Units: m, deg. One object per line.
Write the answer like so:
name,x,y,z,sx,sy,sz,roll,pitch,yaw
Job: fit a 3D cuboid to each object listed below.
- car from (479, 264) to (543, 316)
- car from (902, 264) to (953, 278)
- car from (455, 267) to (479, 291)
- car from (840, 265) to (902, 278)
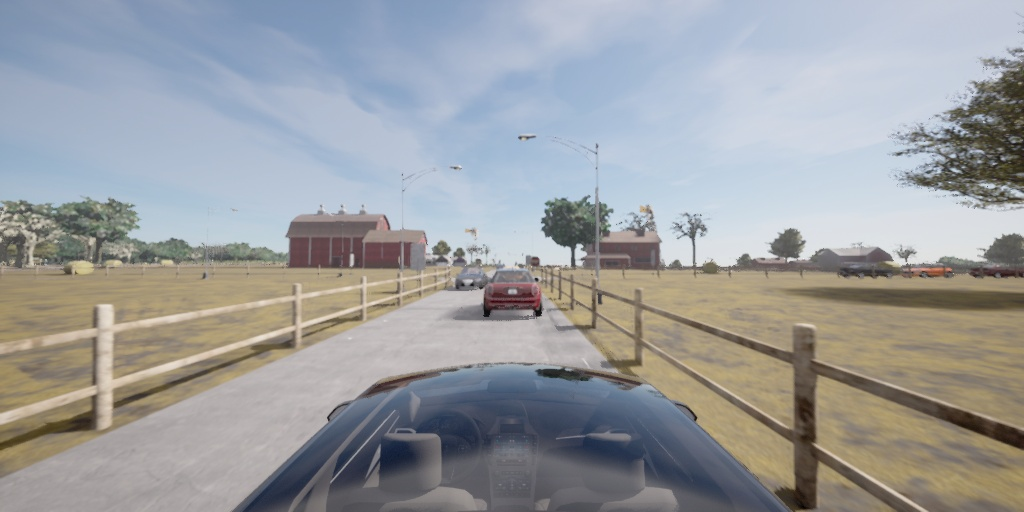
car,0.042,1.259,14.303,2.097,1.767,4.553,0,-1,1
car,49.071,1.744,42.584,4.553,1.767,2.097,0,-3,0
car,-2.797,1.549,25.178,2.128,1.511,4.902,0,-1,1
car,39.461,1.714,39.838,5.008,1.535,1.882,0,-3,0
